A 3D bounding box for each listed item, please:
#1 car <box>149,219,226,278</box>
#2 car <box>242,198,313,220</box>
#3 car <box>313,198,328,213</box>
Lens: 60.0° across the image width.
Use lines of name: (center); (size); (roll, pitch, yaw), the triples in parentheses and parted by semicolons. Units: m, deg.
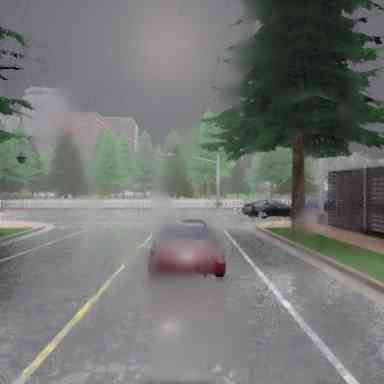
car: (-0.164, 1.484, 9.899); (1.994, 1.385, 4.181); (0, 0, -2)
car: (6.290, 1.322, 25.487); (4.902, 1.511, 2.128); (0, 0, -12)
car: (11.703, 1.294, 33.046); (4.674, 1.442, 1.812); (0, 0, -1)
